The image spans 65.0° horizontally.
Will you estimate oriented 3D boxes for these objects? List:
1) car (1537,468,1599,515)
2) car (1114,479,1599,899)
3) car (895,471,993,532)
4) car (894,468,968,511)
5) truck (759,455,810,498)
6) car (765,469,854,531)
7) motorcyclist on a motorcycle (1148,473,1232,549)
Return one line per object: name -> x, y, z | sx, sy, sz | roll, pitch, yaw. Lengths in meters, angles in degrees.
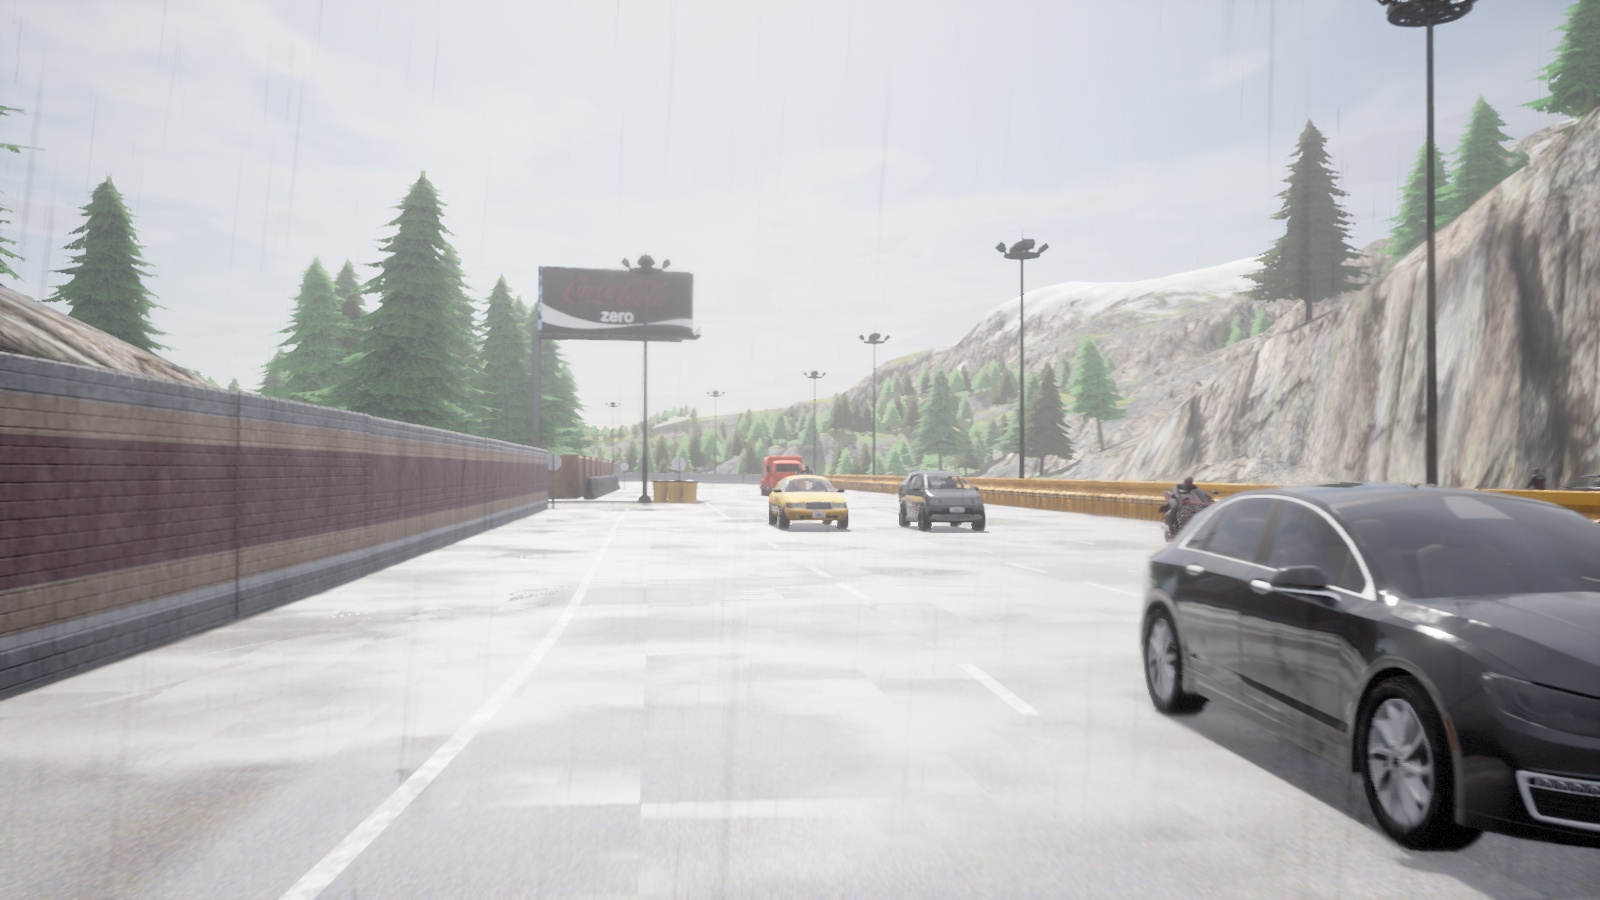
car -> 27.391, 1.393, 43.038 | 1.789, 1.549, 3.705 | 0, -1, -7
car -> 3.328, 0.917, 6.689 | 1.837, 1.490, 4.892 | 0, -1, -3
car -> 3.823, 1.343, 33.852 | 1.789, 1.549, 3.705 | 0, -1, -7
car -> 5.305, 1.585, 51.545 | 2.033, 1.649, 4.856 | 0, -1, -6
truck -> -0.988, 1.618, 76.550 | 2.627, 2.467, 5.204 | 0, -1, -6
car -> 0.166, 1.337, 34.908 | 1.801, 1.575, 5.366 | 0, -1, -7
motorcyclist on a motorcycle -> 8.242, 1.260, 26.654 | 0.866, 1.530, 2.191 | 0, -1, -7
